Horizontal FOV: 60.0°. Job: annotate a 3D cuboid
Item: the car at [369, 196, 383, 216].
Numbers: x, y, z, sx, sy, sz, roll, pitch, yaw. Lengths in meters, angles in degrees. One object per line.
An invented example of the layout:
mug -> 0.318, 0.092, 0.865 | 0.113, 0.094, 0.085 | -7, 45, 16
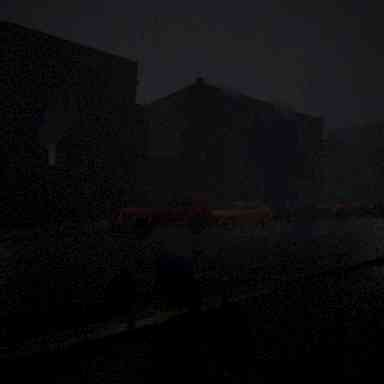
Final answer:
car -> 16.436, 1.176, 30.349 | 4.553, 1.767, 2.185 | 0, 0, -36

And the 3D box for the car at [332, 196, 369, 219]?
car -> 11.946, 1.202, 27.129 | 4.553, 1.767, 2.185 | 0, 0, -36

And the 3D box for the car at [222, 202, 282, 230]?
car -> 2.945, 1.381, 20.675 | 5.008, 1.535, 2.097 | 0, 0, -36

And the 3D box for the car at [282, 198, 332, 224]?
car -> 7.435, 1.356, 23.896 | 4.892, 1.521, 2.231 | 0, 0, -36

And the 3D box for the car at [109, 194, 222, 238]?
car -> -1.471, 1.156, 17.508 | 5.566, 2.045, 2.435 | 0, 0, -36
